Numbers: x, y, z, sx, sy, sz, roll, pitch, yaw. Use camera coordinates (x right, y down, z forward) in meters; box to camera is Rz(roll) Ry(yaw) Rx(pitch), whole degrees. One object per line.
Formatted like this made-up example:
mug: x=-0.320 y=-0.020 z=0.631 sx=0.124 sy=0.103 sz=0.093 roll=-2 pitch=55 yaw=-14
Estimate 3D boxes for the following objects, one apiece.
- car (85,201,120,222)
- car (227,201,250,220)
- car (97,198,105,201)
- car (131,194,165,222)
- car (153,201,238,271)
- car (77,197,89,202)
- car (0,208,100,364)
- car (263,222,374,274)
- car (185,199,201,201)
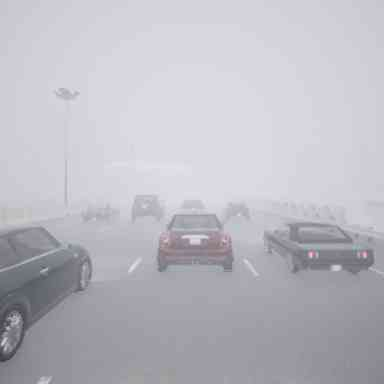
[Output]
car: x=-6.915 y=1.583 z=25.726 sx=1.895 sy=1.301 sz=4.718 roll=0 pitch=0 yaw=0
car: x=3.584 y=1.484 z=27.621 sx=1.837 sy=1.490 sz=4.892 roll=0 pitch=0 yaw=0
car: x=-17.536 y=1.877 z=64.893 sx=1.994 sy=1.385 sz=4.181 roll=0 pitch=-1 yaw=0
car: x=-3.414 y=1.202 z=26.591 sx=2.150 sy=2.045 sz=5.566 roll=0 pitch=0 yaw=0
car: x=0.091 y=1.342 z=10.990 sx=2.097 sy=1.767 sz=4.553 roll=0 pitch=0 yaw=0
car: x=-21.034 y=1.792 z=64.626 sx=1.837 sy=1.490 sz=4.892 roll=0 pitch=-1 yaw=0
car: x=-3.414 y=1.348 z=6.022 sx=2.097 sy=1.767 sz=4.553 roll=0 pitch=0 yaw=0
car: x=3.593 y=1.592 z=10.482 sx=1.895 sy=1.301 sz=4.718 roll=0 pitch=0 yaw=0
car: x=0.084 y=1.332 z=27.240 sx=2.097 sy=1.767 sz=4.553 roll=0 pitch=0 yaw=0
